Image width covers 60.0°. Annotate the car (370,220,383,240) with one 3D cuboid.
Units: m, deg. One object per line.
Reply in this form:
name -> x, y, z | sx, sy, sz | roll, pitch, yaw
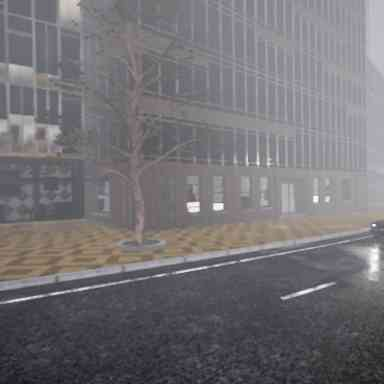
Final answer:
car -> 10.536, 1.613, 16.247 | 4.718, 1.301, 1.895 | 0, 0, -40
